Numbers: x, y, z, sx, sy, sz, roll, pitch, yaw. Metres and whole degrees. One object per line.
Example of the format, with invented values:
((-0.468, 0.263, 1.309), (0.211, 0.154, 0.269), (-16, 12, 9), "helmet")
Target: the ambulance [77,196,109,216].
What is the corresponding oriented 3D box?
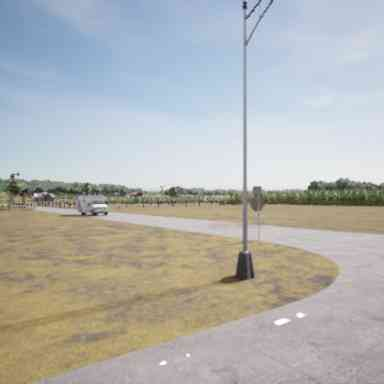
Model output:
((-12.622, 1.752, 42.405), (2.351, 2.431, 6.366), (0, -1, -35), "ambulance")
